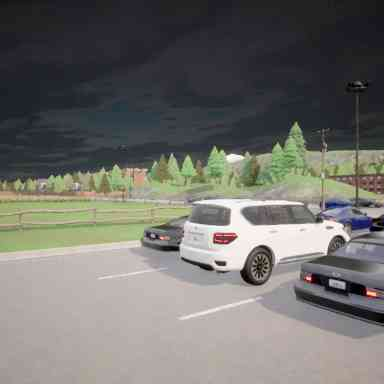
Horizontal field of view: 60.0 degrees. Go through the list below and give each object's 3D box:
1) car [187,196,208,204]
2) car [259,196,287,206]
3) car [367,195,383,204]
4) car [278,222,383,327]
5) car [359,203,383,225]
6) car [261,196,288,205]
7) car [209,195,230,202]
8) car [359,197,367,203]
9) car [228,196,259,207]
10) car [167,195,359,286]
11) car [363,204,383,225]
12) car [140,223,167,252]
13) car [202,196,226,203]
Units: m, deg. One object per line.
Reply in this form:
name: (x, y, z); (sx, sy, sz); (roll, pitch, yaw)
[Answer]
car: (1.047, 1.564, 63.519); (1.994, 1.385, 4.181); (0, 0, -36)
car: (13.995, 1.526, 57.676); (1.812, 1.442, 4.674); (0, 0, -36)
car: (23.340, 1.505, 45.111); (1.837, 1.490, 4.892); (0, 0, -38)
car: (4.392, 1.547, 6.898); (5.357, 1.411, 2.033); (0, 0, -36)
car: (8.475, 1.526, 18.460); (4.674, 1.442, 1.812); (0, 0, -36)
car: (15.304, 1.526, 61.821); (1.812, 1.442, 4.674); (0, 0, -36)
car: (6.081, 1.496, 74.509); (1.837, 1.490, 4.892); (0, 0, -36)
car: (17.999, 1.478, 40.451); (1.882, 1.535, 5.008); (0, 0, -37)
car: (8.281, 1.492, 53.606); (2.128, 1.511, 4.902); (0, 0, -36)
car: (2.275, 1.221, 9.689); (5.566, 2.045, 2.150); (0, 0, -35)
car: (10.340, 1.478, 15.498); (5.008, 1.535, 1.882); (0, 0, -35)
car: (0.694, 1.547, 12.860); (5.357, 1.411, 2.033); (0, 0, -36)
car: (4.600, 1.540, 70.612); (2.033, 1.411, 5.357); (0, 0, -36)
